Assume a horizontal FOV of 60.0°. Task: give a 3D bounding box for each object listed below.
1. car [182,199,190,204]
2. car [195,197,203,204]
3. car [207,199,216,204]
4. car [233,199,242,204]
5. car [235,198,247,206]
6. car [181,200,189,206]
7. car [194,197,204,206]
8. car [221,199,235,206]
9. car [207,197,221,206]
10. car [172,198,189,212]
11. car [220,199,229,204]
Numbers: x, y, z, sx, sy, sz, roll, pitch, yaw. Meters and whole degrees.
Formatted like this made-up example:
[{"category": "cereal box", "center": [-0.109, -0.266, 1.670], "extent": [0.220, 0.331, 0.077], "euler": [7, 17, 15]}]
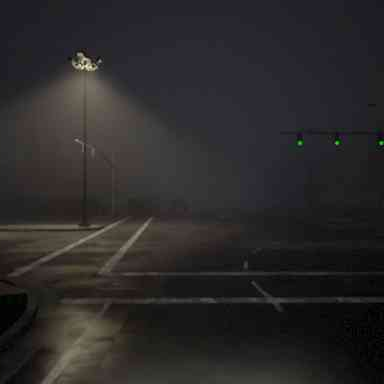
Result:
[{"category": "car", "center": [-1.653, 2.556, 90.457], "extent": [2.128, 1.511, 4.902], "euler": [0, -1, 0]}, {"category": "car", "center": [1.847, 2.256, 90.476], "extent": [2.150, 2.045, 5.566], "euler": [0, -1, 0]}, {"category": "car", "center": [5.347, 2.556, 90.427], "extent": [2.128, 1.511, 4.902], "euler": [0, -1, 0]}, {"category": "car", "center": [12.347, 2.530, 90.397], "extent": [1.837, 1.490, 4.892], "euler": [0, -1, 0]}, {"category": "car", "center": [12.307, 2.548, 81.226], "extent": [1.882, 1.535, 5.008], "euler": [0, -1, 0]}, {"category": "car", "center": [-1.693, 2.667, 81.315], "extent": [1.895, 1.301, 4.718], "euler": [0, -1, 0]}, {"category": "car", "center": [1.805, 2.543, 80.855], "extent": [1.882, 1.535, 5.008], "euler": [0, -1, 0]}, {"category": "car", "center": [8.810, 2.437, 82.012], "extent": [2.097, 1.767, 4.553], "euler": [0, -1, 0]}, {"category": "car", "center": [5.306, 2.426, 81.228], "extent": [2.097, 1.767, 4.553], "euler": [0, -1, 0]}, {"category": "car", "center": [-1.832, 1.877, 49.460], "extent": [2.150, 2.045, 5.566], "euler": [0, -1, 0]}, {"category": "car", "center": [8.847, 2.583, 90.411], "extent": [1.994, 1.385, 4.181], "euler": [0, -1, 0]}]
